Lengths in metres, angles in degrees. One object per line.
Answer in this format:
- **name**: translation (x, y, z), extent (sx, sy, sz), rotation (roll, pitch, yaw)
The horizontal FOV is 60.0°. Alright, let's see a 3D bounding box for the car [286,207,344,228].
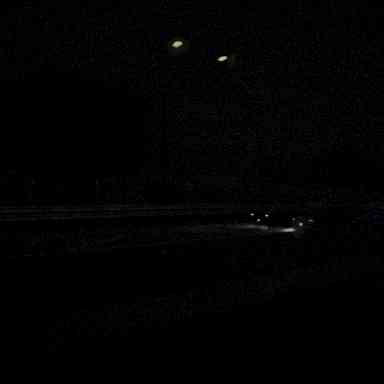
- **car**: translation (9.367, 1.774, 23.548), extent (5.357, 1.411, 2.033), rotation (1, -1, -35)

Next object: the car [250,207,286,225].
- **car**: translation (6.757, 1.819, 25.986), extent (4.718, 1.301, 1.895), rotation (1, -1, -35)

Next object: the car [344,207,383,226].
- **car**: translation (12.172, 1.717, 21.248), extent (5.008, 1.535, 1.882), rotation (1, -1, -35)
